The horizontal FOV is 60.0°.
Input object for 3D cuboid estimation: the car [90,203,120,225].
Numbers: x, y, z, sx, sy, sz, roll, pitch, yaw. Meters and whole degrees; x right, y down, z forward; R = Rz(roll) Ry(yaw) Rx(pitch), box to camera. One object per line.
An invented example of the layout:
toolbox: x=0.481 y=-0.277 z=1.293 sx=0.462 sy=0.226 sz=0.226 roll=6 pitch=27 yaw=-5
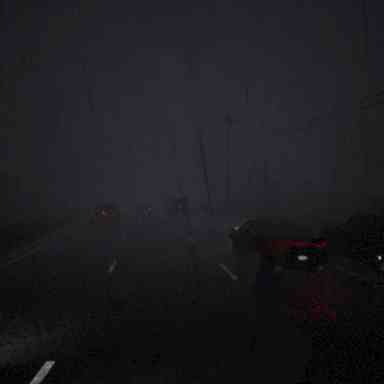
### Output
car: x=-7.045 y=1.694 z=27.295 sx=2.097 sy=1.767 sz=4.553 roll=0 pitch=-1 yaw=-10

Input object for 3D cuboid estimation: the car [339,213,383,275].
car: x=6.095 y=1.478 z=11.008 sx=2.097 sy=1.767 sz=4.553 roll=0 pitch=-1 yaw=-6

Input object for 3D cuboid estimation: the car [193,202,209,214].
car: x=0.918 y=2.011 z=42.801 sx=2.128 sy=1.511 sz=4.902 roll=0 pitch=-1 yaw=-10

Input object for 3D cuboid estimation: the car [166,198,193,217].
car: x=-1.675 y=1.678 z=37.310 sx=2.150 sy=2.045 sz=5.566 roll=0 pitch=0 yaw=-10

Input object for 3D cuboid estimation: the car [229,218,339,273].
car: x=2.607 y=1.612 z=11.237 sx=1.882 sy=1.535 sz=5.008 roll=0 pitch=-1 yaw=-7

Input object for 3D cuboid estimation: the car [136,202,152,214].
car: x=-6.089 y=2.122 z=42.249 sx=1.895 sy=1.301 sz=4.718 roll=0 pitch=-1 yaw=-10

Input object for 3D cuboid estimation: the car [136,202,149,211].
car: x=-7.960 y=2.254 z=52.979 sx=1.895 sy=1.301 sz=4.718 roll=0 pitch=-1 yaw=-10
